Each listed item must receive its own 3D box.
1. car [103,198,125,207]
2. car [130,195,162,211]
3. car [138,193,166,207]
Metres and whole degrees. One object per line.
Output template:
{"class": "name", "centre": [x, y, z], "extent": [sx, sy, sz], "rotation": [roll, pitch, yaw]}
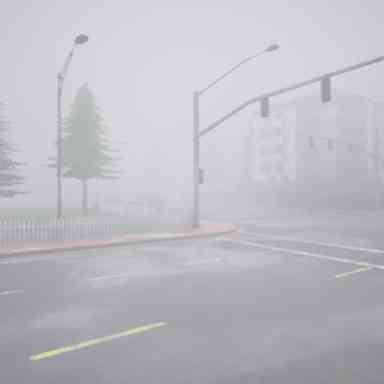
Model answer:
{"class": "car", "centre": [-11.051, 1.517, 46.831], "extent": [1.994, 1.385, 4.181], "rotation": [0, 0, -37]}
{"class": "car", "centre": [-5.747, 1.460, 38.872], "extent": [1.812, 1.442, 4.674], "rotation": [0, 0, -34]}
{"class": "car", "centre": [-5.651, 1.143, 45.028], "extent": [2.150, 2.045, 5.566], "rotation": [0, 0, -34]}
